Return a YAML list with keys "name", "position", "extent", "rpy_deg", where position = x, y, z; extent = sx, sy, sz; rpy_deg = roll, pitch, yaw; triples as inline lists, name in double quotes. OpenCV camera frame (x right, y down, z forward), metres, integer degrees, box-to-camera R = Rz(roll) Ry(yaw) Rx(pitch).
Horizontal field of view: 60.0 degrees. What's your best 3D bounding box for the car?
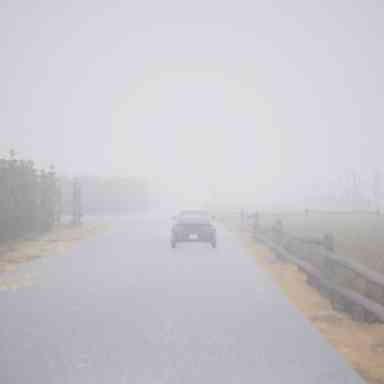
- name: "car"
  position: [0.070, 1.510, 14.766]
  extent: [1.812, 1.442, 4.674]
  rpy_deg: [0, 0, 0]
